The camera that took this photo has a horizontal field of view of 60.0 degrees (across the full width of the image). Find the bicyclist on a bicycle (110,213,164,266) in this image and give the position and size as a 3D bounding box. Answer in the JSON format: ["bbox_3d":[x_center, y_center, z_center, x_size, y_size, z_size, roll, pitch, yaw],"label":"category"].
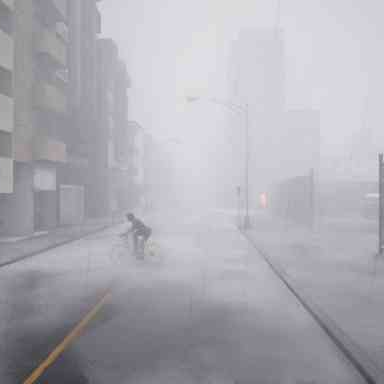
[{"bbox_3d":[-1.692,1.452,10.093,1.656,1.620,0.582,-2,0,2],"label":"bicyclist on a bicycle"}]
